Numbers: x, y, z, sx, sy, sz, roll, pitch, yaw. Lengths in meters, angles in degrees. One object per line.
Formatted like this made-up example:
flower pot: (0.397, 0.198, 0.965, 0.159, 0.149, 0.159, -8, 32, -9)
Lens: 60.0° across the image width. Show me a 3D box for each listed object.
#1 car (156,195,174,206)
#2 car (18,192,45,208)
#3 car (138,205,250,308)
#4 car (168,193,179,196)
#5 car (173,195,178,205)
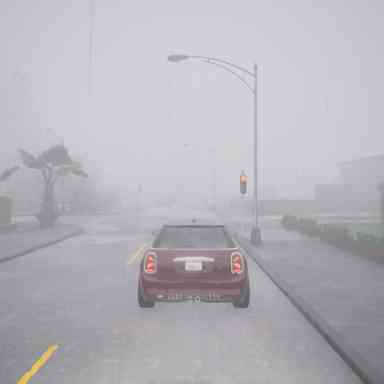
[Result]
car: (-4.052, 1.564, 47.899, 1.994, 1.385, 4.181, 0, 0, 0)
car: (-19.721, 0.985, 41.964, 1.905, 1.878, 3.866, 0, 0, 35)
car: (0.052, 1.352, 8.086, 2.097, 1.767, 4.553, 0, 0, 1)
car: (-3.943, 1.221, 68.195, 2.150, 2.045, 5.566, 0, 0, 1)
car: (-4.022, 1.601, 57.801, 1.895, 1.301, 4.718, 0, 0, 0)
